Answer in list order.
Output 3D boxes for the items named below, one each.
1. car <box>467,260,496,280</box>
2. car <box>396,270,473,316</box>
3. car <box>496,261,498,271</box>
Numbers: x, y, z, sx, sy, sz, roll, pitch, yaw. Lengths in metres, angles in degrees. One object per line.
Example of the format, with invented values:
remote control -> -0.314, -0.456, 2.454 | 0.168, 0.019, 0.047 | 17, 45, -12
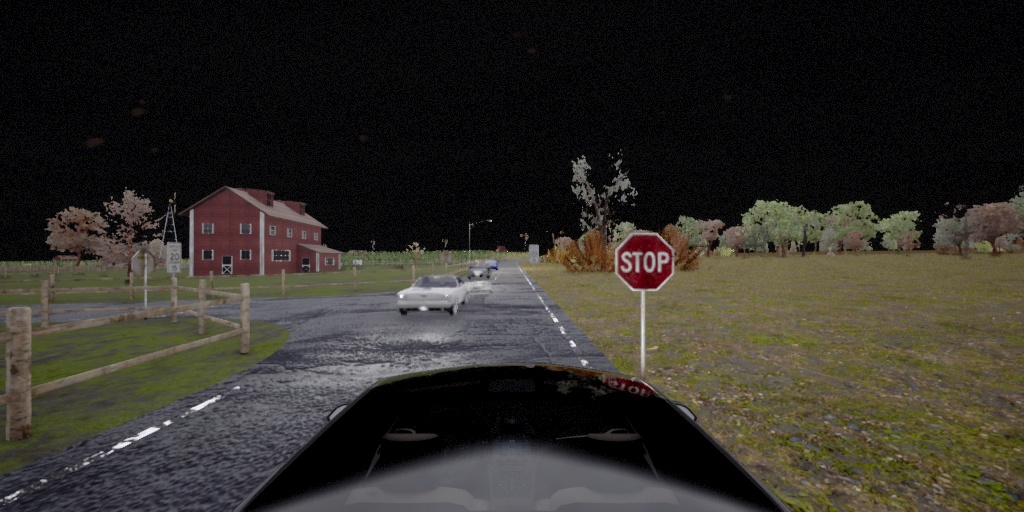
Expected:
car -> -2.810, 1.248, 31.700 | 2.128, 1.511, 4.902 | 0, 0, 0
car -> -2.785, 1.368, 13.489 | 1.895, 1.301, 4.718 | 0, -1, 0
car -> -2.844, 1.237, 48.264 | 1.882, 1.535, 5.008 | 0, 0, 0
